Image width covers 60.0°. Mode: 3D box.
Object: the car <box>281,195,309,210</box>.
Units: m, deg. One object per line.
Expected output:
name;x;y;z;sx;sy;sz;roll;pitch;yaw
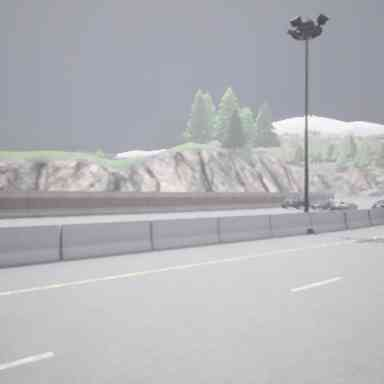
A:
car;14.806;1.404;46.951;2.150;2.045;5.566;0;0;45

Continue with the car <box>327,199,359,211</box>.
car;18.933;1.784;41.206;4.718;1.301;1.895;0;0;-45

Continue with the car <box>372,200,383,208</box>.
car;23.880;1.709;41.254;1.837;1.490;4.892;0;-1;44

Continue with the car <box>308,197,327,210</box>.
car;18.035;1.684;45.265;2.128;1.511;4.902;0;0;45
